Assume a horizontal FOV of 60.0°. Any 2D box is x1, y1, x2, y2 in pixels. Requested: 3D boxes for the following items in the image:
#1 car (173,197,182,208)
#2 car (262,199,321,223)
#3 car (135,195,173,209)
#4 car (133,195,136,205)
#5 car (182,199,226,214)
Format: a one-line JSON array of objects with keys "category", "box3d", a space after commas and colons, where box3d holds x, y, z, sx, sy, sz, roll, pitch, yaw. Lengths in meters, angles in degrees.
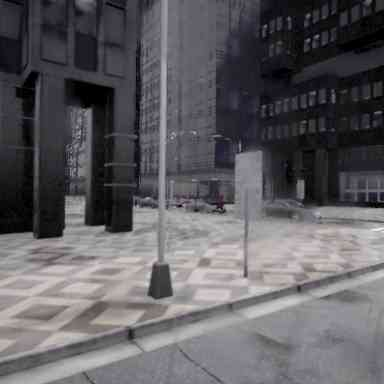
[{"category": "car", "box3d": [-2.879, 1.297, 42.051, 1.994, 1.385, 4.181, 1, 0, -34]}, {"category": "car", "box3d": [6.525, 1.280, 23.029, 2.128, 1.511, 4.902, 1, 0, -35]}, {"category": "car", "box3d": [-4.442, 1.222, 38.742, 1.812, 1.442, 4.674, 1, 0, -35]}, {"category": "car", "box3d": [-8.532, 1.160, 50.163, 2.128, 1.511, 4.902, 1, 0, -35]}, {"category": "car", "box3d": [1.270, 1.310, 30.557, 1.994, 1.385, 4.181, 1, 0, -35]}]
